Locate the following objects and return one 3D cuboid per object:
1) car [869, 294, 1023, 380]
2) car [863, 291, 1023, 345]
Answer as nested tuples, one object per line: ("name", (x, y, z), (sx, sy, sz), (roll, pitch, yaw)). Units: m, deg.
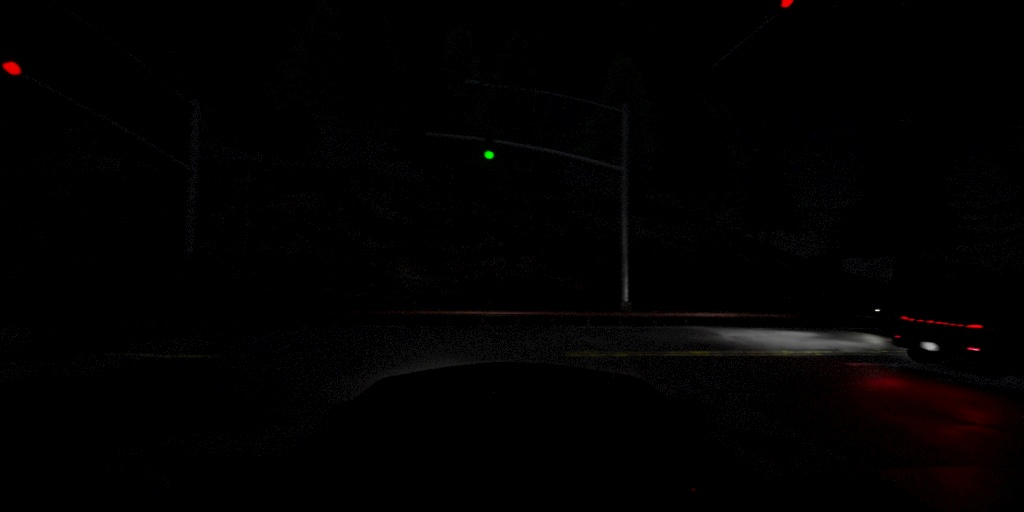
("car", (10.052, 1.483, 6.764), (4.902, 1.511, 2.128), (1, -2, -5))
("car", (13.607, 1.791, 10.651), (4.718, 1.301, 1.895), (1, -2, -5))
